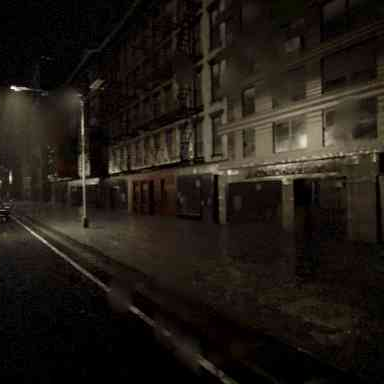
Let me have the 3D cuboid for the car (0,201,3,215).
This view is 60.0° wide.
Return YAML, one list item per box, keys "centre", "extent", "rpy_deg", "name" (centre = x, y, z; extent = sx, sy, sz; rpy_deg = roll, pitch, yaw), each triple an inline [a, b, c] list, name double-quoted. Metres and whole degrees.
- centre: [-22.100, 1.751, 36.626]
  extent: [1.895, 1.301, 4.718]
  rpy_deg: [-1, 1, -32]
  name: "car"

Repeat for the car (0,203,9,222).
- centre: [-15.912, 1.601, 26.837]
  extent: [2.128, 1.511, 4.902]
  rpy_deg: [-1, 1, -32]
  name: "car"
